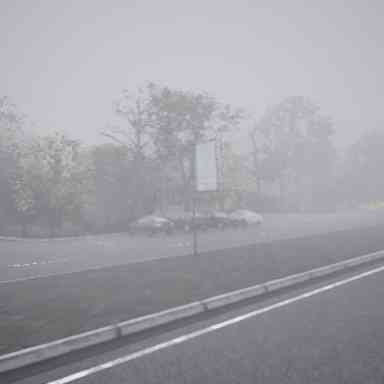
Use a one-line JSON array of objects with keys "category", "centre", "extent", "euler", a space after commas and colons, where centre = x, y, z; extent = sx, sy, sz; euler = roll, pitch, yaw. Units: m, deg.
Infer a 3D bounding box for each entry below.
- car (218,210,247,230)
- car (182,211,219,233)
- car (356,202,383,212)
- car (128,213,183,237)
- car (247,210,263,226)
[{"category": "car", "centre": [2.019, 2.427, 29.160], "extent": [2.097, 1.535, 5.008], "euler": [-1, -3, -38]}, {"category": "car", "centre": [-0.539, 2.453, 27.119], "extent": [2.231, 1.521, 4.892], "euler": [-1, -3, -38]}, {"category": "car", "centre": [26.818, 2.188, 48.799], "extent": [2.097, 1.535, 5.008], "euler": [0, -3, -38]}, {"category": "car", "centre": [-3.106, 2.518, 25.084], "extent": [2.002, 1.452, 4.674], "euler": [-1, -3, -38]}, {"category": "car", "centre": [4.493, 2.443, 31.108], "extent": [2.002, 1.452, 4.674], "euler": [-1, -3, -38]}]
